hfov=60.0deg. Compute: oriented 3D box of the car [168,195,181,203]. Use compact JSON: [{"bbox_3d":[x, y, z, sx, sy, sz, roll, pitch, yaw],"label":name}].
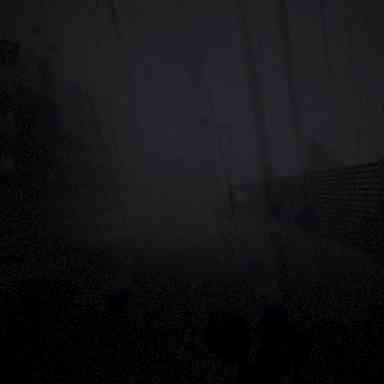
[{"bbox_3d":[-4.000,1.524,70.181,2.128,1.511,4.902,0,0,0],"label":"car"}]
